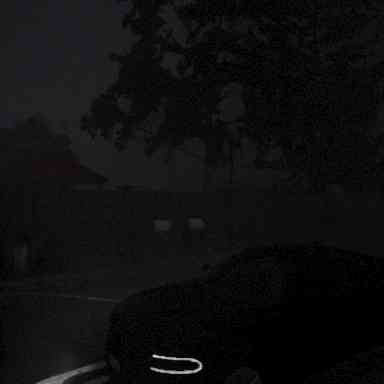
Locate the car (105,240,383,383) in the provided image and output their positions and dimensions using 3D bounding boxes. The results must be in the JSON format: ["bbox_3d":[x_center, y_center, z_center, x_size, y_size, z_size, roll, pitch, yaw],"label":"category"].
[{"bbox_3d":[1.303,1.519,4.786,5.008,1.535,1.882,1,0,-33],"label":"car"}]
